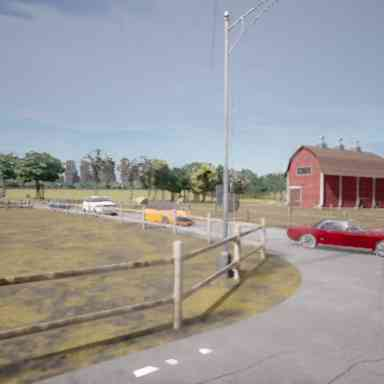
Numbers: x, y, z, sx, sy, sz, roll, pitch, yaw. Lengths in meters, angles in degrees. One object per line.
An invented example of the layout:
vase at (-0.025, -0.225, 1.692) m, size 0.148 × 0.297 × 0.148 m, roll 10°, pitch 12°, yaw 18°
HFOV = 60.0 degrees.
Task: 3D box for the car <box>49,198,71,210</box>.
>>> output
car at (-19.599, 1.764, 49.275) m, size 2.097 × 1.767 × 4.553 m, roll 0°, pitch 0°, yaw -35°

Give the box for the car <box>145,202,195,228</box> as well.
car at (-1.715, 1.530, 23.754) m, size 2.097 × 1.767 × 4.553 m, roll 0°, pitch 0°, yaw -35°

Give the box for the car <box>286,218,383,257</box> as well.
car at (6.531, 1.771, 13.867) m, size 4.718 × 1.301 × 1.895 m, roll 0°, pitch 0°, yaw 40°

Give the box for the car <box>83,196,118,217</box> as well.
car at (-9.767, 1.470, 35.178) m, size 2.150 × 2.045 × 5.566 m, roll 0°, pitch -1°, yaw -35°

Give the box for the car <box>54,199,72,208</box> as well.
car at (-22.822, 2.014, 58.778) m, size 1.837 × 1.490 × 4.892 m, roll 0°, pitch 0°, yaw -35°
